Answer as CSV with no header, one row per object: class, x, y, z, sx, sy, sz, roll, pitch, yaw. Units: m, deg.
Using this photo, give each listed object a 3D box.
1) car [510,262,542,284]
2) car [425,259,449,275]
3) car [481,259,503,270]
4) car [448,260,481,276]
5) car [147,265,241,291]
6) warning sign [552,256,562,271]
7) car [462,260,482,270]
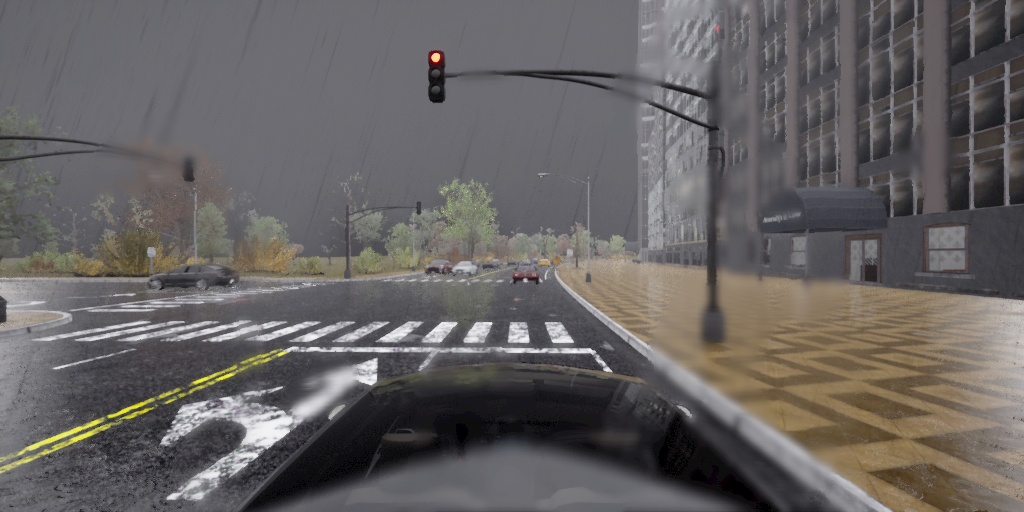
car,1.111,1.348,27.252,1.895,1.301,4.718,0,0,4
car,-7.819,1.097,38.796,2.097,1.767,4.553,0,0,6
car,-2.999,1.349,51.639,1.895,1.301,4.718,0,0,8
car,-4.775,1.272,36.680,1.812,1.442,4.674,0,0,6
car,-19.079,1.282,21.584,4.892,1.490,1.837,0,0,4
warning sign,5.507,0.866,44.175,1.300,1.860,1.060,0,0,7
car,-5.926,1.347,54.122,1.895,1.301,4.718,0,0,8
